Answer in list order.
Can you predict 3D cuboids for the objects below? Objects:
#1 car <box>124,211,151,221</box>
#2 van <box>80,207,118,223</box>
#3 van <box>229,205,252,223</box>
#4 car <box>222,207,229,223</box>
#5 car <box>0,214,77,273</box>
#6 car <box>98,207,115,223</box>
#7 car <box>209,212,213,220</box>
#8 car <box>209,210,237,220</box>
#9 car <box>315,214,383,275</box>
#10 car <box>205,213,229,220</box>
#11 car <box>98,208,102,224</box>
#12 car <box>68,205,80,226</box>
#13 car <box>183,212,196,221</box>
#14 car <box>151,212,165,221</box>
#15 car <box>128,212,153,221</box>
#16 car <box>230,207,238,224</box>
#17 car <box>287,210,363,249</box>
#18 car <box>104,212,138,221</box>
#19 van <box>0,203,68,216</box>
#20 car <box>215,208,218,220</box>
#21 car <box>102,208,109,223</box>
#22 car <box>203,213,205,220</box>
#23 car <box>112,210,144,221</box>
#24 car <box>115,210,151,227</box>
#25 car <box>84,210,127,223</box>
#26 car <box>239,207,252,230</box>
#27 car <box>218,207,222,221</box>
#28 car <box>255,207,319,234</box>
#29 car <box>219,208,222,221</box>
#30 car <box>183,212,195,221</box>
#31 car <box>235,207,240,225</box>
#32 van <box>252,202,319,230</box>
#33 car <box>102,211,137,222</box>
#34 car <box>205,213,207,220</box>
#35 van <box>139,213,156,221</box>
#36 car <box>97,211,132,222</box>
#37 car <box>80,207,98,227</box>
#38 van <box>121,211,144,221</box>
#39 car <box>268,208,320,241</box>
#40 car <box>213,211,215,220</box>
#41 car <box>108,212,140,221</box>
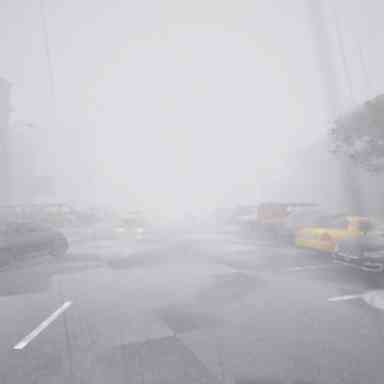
[{"bbox_3d":[-12.238,5.346,74.234,5.566,2.045,2.435,1,-5,-21],"label":"car"},{"bbox_3d":[-11.559,2.850,41.462,4.442,1.987,1.878,0,-4,-21],"label":"van"},{"bbox_3d":[6.354,2.299,33.142,4.442,1.987,1.878,2,-4,-20],"label":"van"},{"bbox_3d":[6.219,2.697,36.016,5.008,1.535,2.097,2,-4,-21],"label":"car"},{"bbox_3d":[-5.968,1.641,10.913,1.994,1.385,4.181,0,-1,13],"label":"car"},{"bbox_3d":[-11.599,2.757,38.429,4.553,1.767,2.185,0,-4,-21],"label":"car"},{"bbox_3d":[6.056,3.419,50.685,5.566,2.045,2.435,2,-5,-21],"label":"car"},{"bbox_3d":[5.806,4.426,62.358,4.553,1.767,2.185,3,-5,-21],"label":"car"},{"bbox_3d":[6.407,1.535,9.675,4.892,1.521,2.231,1,-1,-20],"label":"car"},{"bbox_3d":[5.597,5.523,74.050,4.892,1.521,2.231,3,-5,-21],"label":"car"},{"bbox_3d":[-11.592,2.544,32.425,4.792,1.488,2.163,0,-3,-20],"label":"car"},{"bbox_3d":[-11.543,2.047,26.461,4.553,1.767,2.185,0,-3,-20],"label":"car"},{"bbox_3d":[-0.399,3.844,51.223,1.895,1.301,4.718,0,-4,-1],"label":"car"},{"bbox_3d":[-5.455,3.990,54.170,1.812,1.442,4.674,0,-5,-1],"label":"car"},{"bbox_3d":[-12.318,5.856,80.231,5.566,2.045,2.435,1,-5,-20],"label":"car"},{"bbox_3d":[6.275,2.390,30.154,4.674,1.452,2.002,2,-3,-20],"label":"car"},{"bbox_3d":[6.561,1.594,12.669,5.366,1.575,1.946,1,-2,-20],"label":"car"},{"bbox_3d":[-12.049,4.127,56.258,5.366,1.575,1.946,1,-4,-21],"label":"car"},{"bbox_3d":[-11.378,1.790,23.529,4.442,1.987,1.878,0,-3,-20],"label":"van"},{"bbox_3d":[6.103,3.263,44.797,4.892,1.521,2.231,2,-4,-21],"label":"car"},{"bbox_3d":[-11.590,2.735,35.424,4.674,1.452,2.002,0,-3,-20],"label":"car"},{"bbox_3d":[5.660,5.274,71.124,5.008,1.535,2.097,3,-5,-21],"label":"car"},{"bbox_3d":[-12.007,4.348,62.297,5.566,2.045,2.435,1,-5,-21],"label":"car"},{"bbox_3d":[-5.247,2.363,30.227,1.882,1.535,5.008,0,-3,0],"label":"car"},{"bbox_3d":[-11.529,3.274,44.457,5.366,1.575,1.946,1,-4,-21],"label":"car"},{"bbox_3d":[6.293,2.058,24.291,4.792,1.488,2.163,2,-3,-20],"label":"car"},{"bbox_3d":[6.116,2.940,41.873,4.553,1.767,2.185,2,-4,-21],"label":"car"},{"bbox_3d":[6.367,1.770,18.448,5.008,1.535,2.097,2,-2,-20],"label":"car"},{"bbox_3d":[6.154,2.908,38.926,4.792,1.488,2.163,2,-4,-21],"label":"car"},{"bbox_3d":[-0.562,4.492,61.231,2.128,1.511,4.902,0,-5,-1],"label":"car"},{"bbox_3d":[6.301,2.225,27.220,4.674,1.452,2.002,2,-3,-20],"label":"car"},{"bbox_3d":[6.454,1.668,21.427,4.442,1.987,1.878,2,-3,-20],"label":"van"},{"bbox_3d":[-11.657,3.907,53.408,5.366,1.575,1.946,1,-5,-21],"label":"car"},{"bbox_3d":[5.697,4.903,68.203,4.553,1.767,2.185,3,-5,-21],"label":"car"},{"bbox_3d":[-12.422,6.900,92.188,4.442,1.987,1.878,1,-5,-20],"label":"van"},{"bbox_3d":[-11.757,3.722,50.369,4.792,1.488,2.163,1,-5,-21],"label":"car"},{"bbox_3d":[-11.519,2.091,29.484,5.566,2.045,2.435,0,-4,-20],"label":"car"},{"bbox_3d":[-12.203,4.864,68.230,4.442,1.987,1.878,1,-5,-21],"label":"van"},{"bbox_3d":[6.382,1.672,15.523,4.892,1.521,2.231,2,-2,-20],"label":"car"},{"bbox_3d":[6.063,3.461,47.728,4.892,1.521,2.231,2,-5,-21],"label":"car"},{"bbox_3d":[-12.102,4.357,59.241,5.366,1.575,1.946,1,-5,-21],"label":"car"}]
